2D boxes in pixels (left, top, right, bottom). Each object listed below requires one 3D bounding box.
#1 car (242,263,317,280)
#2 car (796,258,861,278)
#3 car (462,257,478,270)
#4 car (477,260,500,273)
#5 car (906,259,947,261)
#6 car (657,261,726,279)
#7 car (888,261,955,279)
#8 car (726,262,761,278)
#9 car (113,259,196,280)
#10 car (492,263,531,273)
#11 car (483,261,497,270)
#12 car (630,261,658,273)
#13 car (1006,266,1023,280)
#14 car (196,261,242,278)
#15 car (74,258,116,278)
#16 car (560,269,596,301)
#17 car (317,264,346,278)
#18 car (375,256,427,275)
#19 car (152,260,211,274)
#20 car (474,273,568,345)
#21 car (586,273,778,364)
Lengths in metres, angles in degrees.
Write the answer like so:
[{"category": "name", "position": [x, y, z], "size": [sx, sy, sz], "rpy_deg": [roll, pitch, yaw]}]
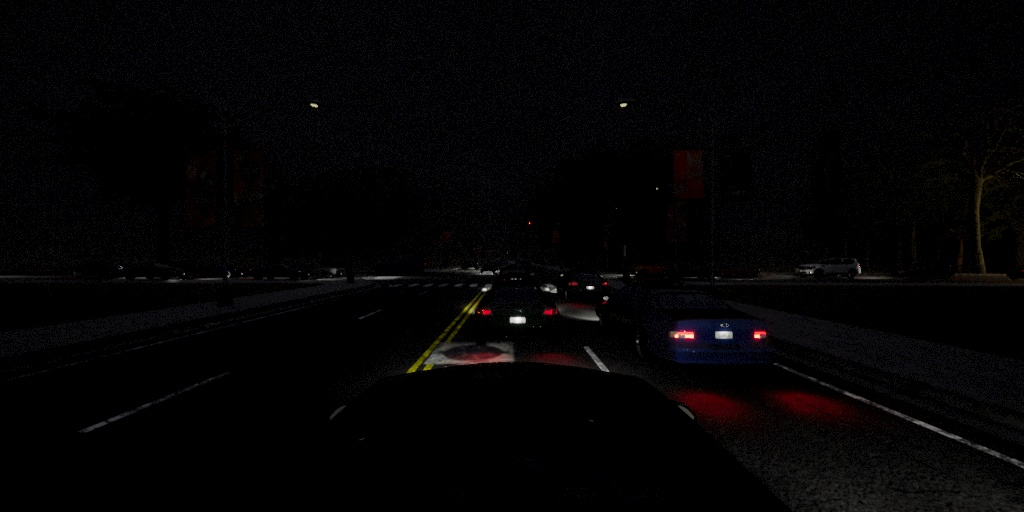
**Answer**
[{"category": "car", "position": [-19.388, 1.272, 30.033], "size": [4.674, 1.442, 1.812], "rpy_deg": [0, 0, -2]}, {"category": "car", "position": [32.677, 1.220, 37.096], "size": [5.566, 2.045, 2.150], "rpy_deg": [0, 0, 0]}, {"category": "car", "position": [-6.566, 1.142, 56.680], "size": [2.150, 2.045, 5.566], "rpy_deg": [0, -1, 0]}, {"category": "car", "position": [-3.031, 1.405, 44.942], "size": [2.033, 1.411, 5.357], "rpy_deg": [0, -1, -6]}, {"category": "car", "position": [45.927, 1.317, 40.394], "size": [5.566, 2.045, 2.150], "rpy_deg": [0, 0, 0]}, {"category": "car", "position": [16.793, 1.401, 33.707], "size": [4.902, 1.511, 2.128], "rpy_deg": [0, 0, 2]}, {"category": "car", "position": [42.660, 1.558, 37.146], "size": [4.902, 1.511, 2.128], "rpy_deg": [0, 0, 0]}, {"category": "car", "position": [23.235, 1.511, 37.040], "size": [4.181, 1.385, 1.994], "rpy_deg": [0, 0, -2]}, {"category": "car", "position": [-29.711, 1.235, 29.927], "size": [4.674, 1.442, 1.812], "rpy_deg": [0, 0, -1]}, {"category": "car", "position": [0.099, 1.279, 18.450], "size": [1.837, 1.490, 4.892], "rpy_deg": [0, 0, 0]}, {"category": "car", "position": [-3.317, 1.517, 56.008], "size": [1.895, 1.301, 4.718], "rpy_deg": [0, 0, 0]}, {"category": "car", "position": [14.601, 1.255, 36.946], "size": [4.553, 1.767, 2.097], "rpy_deg": [0, 0, -1]}, {"category": "car", "position": [49.894, 1.612, 33.780], "size": [4.902, 1.511, 2.128], "rpy_deg": [0, 0, 0]}, {"category": "car", "position": [-27.216, 1.323, 33.201], "size": [4.718, 1.301, 1.895], "rpy_deg": [0, 0, -1]}, {"category": "car", "position": [-37.220, 1.042, 33.113], "size": [4.553, 1.767, 2.097], "rpy_deg": [0, 0, 0]}, {"category": "car", "position": [3.358, 1.335, 17.438], "size": [1.994, 1.385, 4.181], "rpy_deg": [0, 0, 0]}, {"category": "car", "position": [-18.075, 1.356, 33.286], "size": [4.718, 1.301, 1.895], "rpy_deg": [0, 0, -1]}, {"category": "car", "position": [-12.324, 1.006, 39.974], "size": [5.566, 2.045, 2.150], "rpy_deg": [0, 2, -16]}, {"category": "car", "position": [-36.638, 1.206, 39.809], "size": [4.892, 1.490, 1.837], "rpy_deg": [0, 0, 0]}, {"category": "car", "position": [0.107, 1.318, 9.544], "size": [1.994, 1.385, 4.181], "rpy_deg": [0, 0, 0]}, {"category": "car", "position": [3.354, 1.301, 8.195], "size": [2.033, 1.411, 5.357], "rpy_deg": [0, 0, 0]}]
